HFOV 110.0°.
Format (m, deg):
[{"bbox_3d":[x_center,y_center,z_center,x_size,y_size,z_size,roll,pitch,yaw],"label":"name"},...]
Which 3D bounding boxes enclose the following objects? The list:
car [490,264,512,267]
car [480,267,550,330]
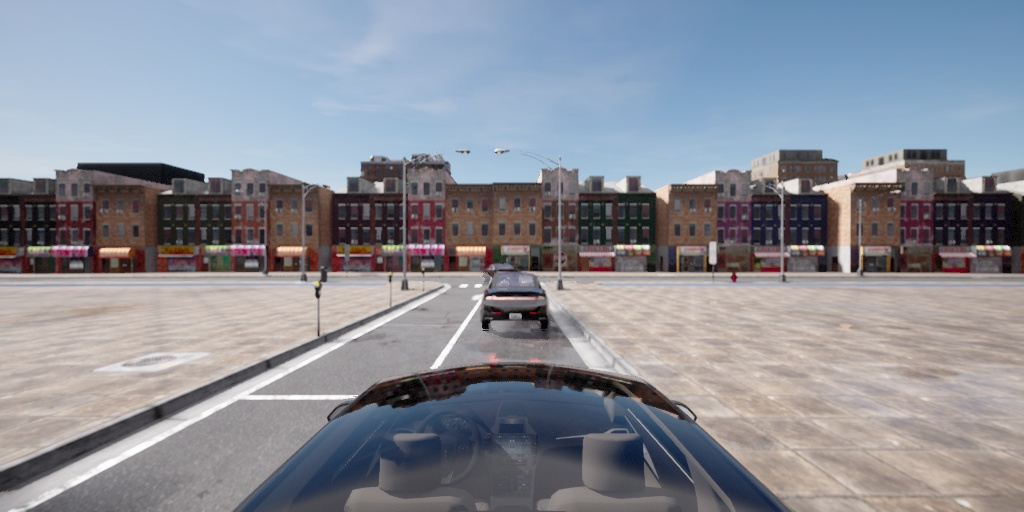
[{"bbox_3d":[-0.916,1.300,25.941,2.128,1.511,4.902,0,0,-15],"label":"car"},{"bbox_3d":[0.076,1.260,11.189,2.128,1.511,4.902,0,0,0],"label":"car"}]
